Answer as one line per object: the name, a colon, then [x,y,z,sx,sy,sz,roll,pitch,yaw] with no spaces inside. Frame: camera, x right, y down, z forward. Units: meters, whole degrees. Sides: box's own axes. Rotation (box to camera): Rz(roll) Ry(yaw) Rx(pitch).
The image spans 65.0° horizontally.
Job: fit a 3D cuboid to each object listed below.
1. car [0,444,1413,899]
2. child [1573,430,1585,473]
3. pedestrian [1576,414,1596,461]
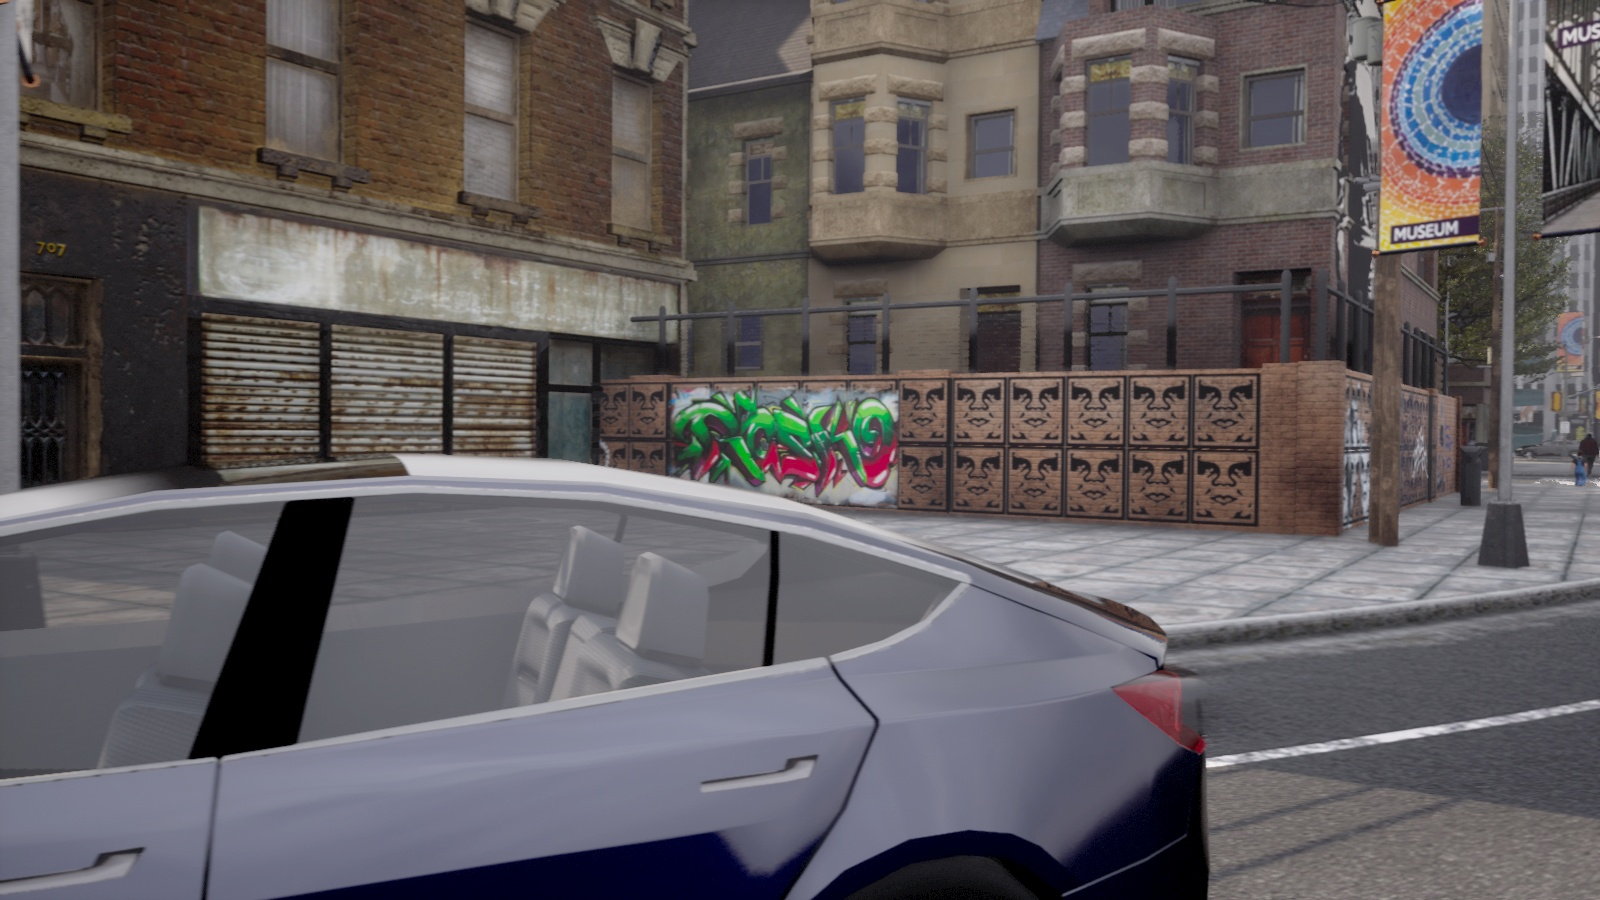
car: [-1.378,0.772,2.708,4.792,1.488,2.163,-1,1,-21]
child: [23.391,0.042,37.714,0.270,1.263,0.437,0,1,39]
pedestrian: [31.096,-0.508,49.667,0.634,1.844,0.899,0,1,34]
